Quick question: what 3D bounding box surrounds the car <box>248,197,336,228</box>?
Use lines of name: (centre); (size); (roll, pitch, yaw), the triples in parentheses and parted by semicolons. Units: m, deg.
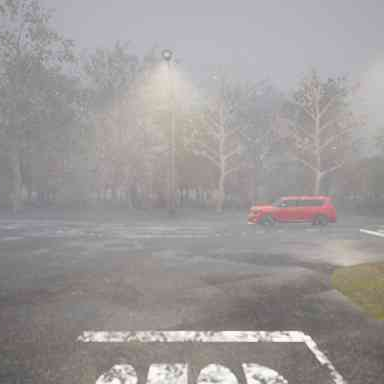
car: (6.501, 1.331, 21.824); (5.566, 2.045, 2.150); (0, 0, 0)
